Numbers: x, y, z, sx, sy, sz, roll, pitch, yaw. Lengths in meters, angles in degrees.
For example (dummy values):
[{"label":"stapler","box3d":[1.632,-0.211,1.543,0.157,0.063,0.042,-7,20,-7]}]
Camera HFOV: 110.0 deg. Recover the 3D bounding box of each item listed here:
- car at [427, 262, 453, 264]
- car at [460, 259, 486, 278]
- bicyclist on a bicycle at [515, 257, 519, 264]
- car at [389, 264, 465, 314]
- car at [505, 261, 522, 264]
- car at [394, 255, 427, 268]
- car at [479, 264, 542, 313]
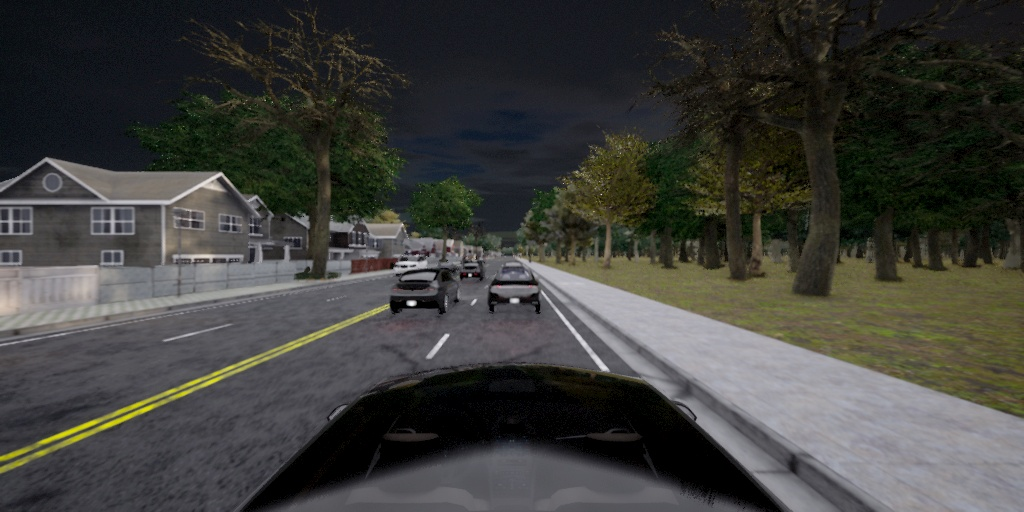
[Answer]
[{"label":"car","box3d":[-6.598,1.281,35.008,1.895,1.301,4.718,0,0,0]},{"label":"car","box3d":[-3.157,1.197,29.476,1.837,1.490,4.892,0,0,0]},{"label":"bicyclist on a bicycle","box3d":[0.890,1.059,63.260,0.866,1.612,1.509,0,0,0]},{"label":"car","box3d":[-3.158,1.230,13.722,1.837,1.490,4.892,0,0,0]},{"label":"car","box3d":[0.096,1.167,30.917,1.882,1.535,5.008,0,0,0]},{"label":"car","box3d":[-9.848,0.899,35.422,2.150,2.045,5.566,0,0,0]},{"label":"car","box3d":[0.092,1.216,13.919,2.128,1.511,4.902,0,0,0]}]
